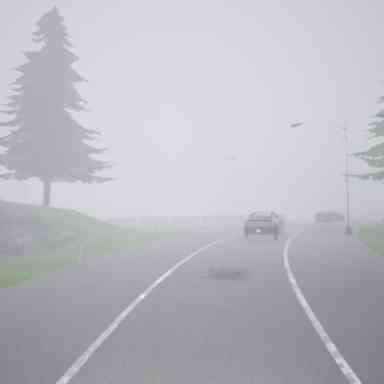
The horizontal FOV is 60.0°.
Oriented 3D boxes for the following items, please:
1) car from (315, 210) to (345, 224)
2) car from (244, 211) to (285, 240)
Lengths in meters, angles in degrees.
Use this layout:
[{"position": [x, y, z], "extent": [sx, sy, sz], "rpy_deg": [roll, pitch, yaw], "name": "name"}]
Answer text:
[{"position": [15.239, 2.733, 36.718], "extent": [1.882, 1.535, 5.008], "rpy_deg": [-6, -8, 41], "name": "car"}, {"position": [4.371, 1.889, 19.694], "extent": [2.128, 1.511, 4.902], "rpy_deg": [-1, -2, 21], "name": "car"}]
